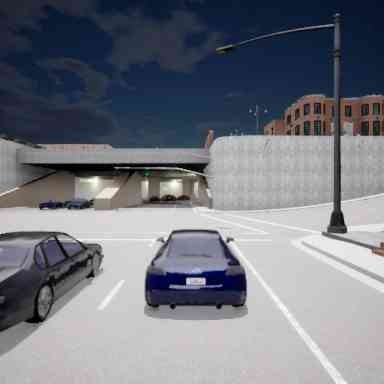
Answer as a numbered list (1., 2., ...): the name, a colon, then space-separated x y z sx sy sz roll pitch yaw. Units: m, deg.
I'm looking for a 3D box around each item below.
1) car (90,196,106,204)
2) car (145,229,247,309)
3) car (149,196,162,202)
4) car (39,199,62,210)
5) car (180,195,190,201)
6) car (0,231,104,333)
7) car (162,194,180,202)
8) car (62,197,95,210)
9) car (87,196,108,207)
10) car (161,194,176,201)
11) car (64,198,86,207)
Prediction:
1. car: -18.758 1.564 66.373 1.994 1.385 4.181 0 0 -1
2. car: 0.079 1.564 7.936 1.994 1.385 4.181 0 0 0
3. car: -8.268 1.540 74.834 2.033 1.411 5.357 0 0 6
4. car: -18.287 1.601 43.661 1.895 1.301 4.718 0 0 -1
5. car: -2.119 1.524 84.921 1.812 1.442 4.674 0 0 28
6. car: -3.423 1.548 7.062 2.033 1.411 5.357 0 0 0
7. car: -4.749 1.355 75.126 2.097 1.767 4.553 0 0 6
8. car: -14.790 1.547 43.767 2.033 1.411 5.357 0 0 -1
9. car: -15.016 1.491 53.287 2.128 1.511 4.902 0 0 -1
10. car: -5.925 1.355 84.884 2.097 1.767 4.553 0 0 24
11. car: -18.507 1.601 52.823 1.895 1.301 4.718 0 0 -1
